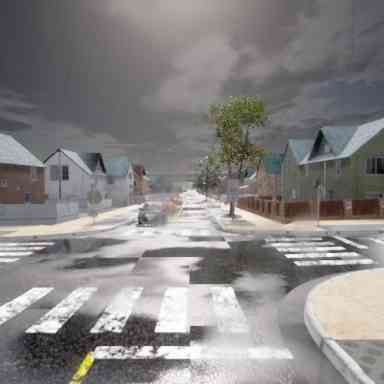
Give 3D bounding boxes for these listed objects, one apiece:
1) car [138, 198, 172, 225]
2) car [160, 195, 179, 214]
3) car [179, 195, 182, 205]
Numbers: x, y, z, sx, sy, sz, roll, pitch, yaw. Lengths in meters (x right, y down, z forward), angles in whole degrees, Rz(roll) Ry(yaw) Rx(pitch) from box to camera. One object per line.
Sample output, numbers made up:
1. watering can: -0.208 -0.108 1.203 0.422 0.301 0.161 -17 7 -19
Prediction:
1. car: -2.798 1.474 24.234 2.128 1.511 4.902 0 0 -2
2. car: -2.840 1.326 35.235 2.097 1.767 4.553 0 0 0
3. car: -2.779 1.309 56.025 2.097 1.767 4.553 0 0 1
